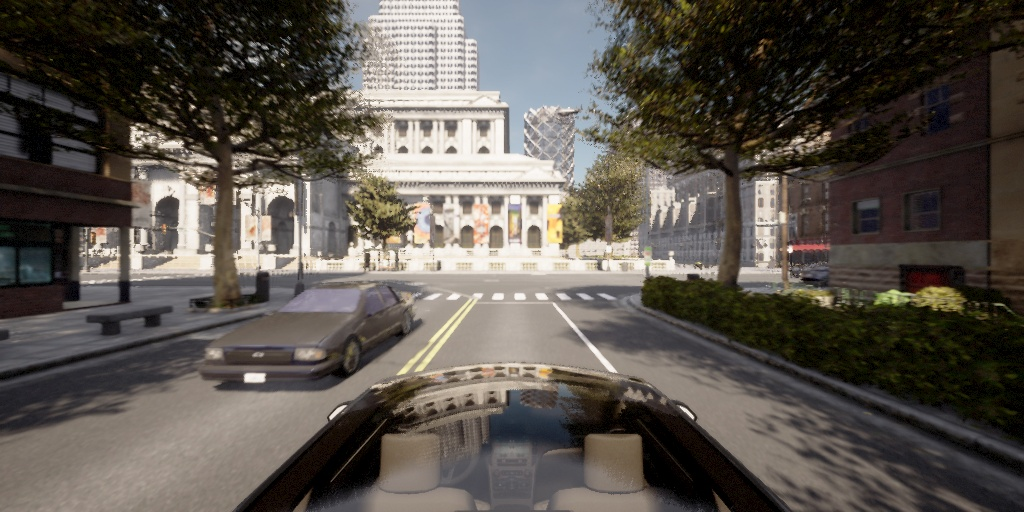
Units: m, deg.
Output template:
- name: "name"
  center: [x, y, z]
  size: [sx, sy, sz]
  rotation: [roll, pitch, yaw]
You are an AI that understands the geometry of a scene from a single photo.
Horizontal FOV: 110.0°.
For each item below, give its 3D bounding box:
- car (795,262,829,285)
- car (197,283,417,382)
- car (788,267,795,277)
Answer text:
- name: "car"
  center: [22.938, 1.313, 25.195]
  size: [4.181, 1.385, 1.994]
  rotation: [0, 0, 2]
- name: "car"
  center: [-3.526, 1.298, 7.621]
  size: [2.033, 1.411, 5.357]
  rotation: [0, 0, 1]
- name: "car"
  center: [27.605, 1.254, 32.014]
  size: [4.892, 1.490, 1.837]
  rotation: [0, -1, 7]
